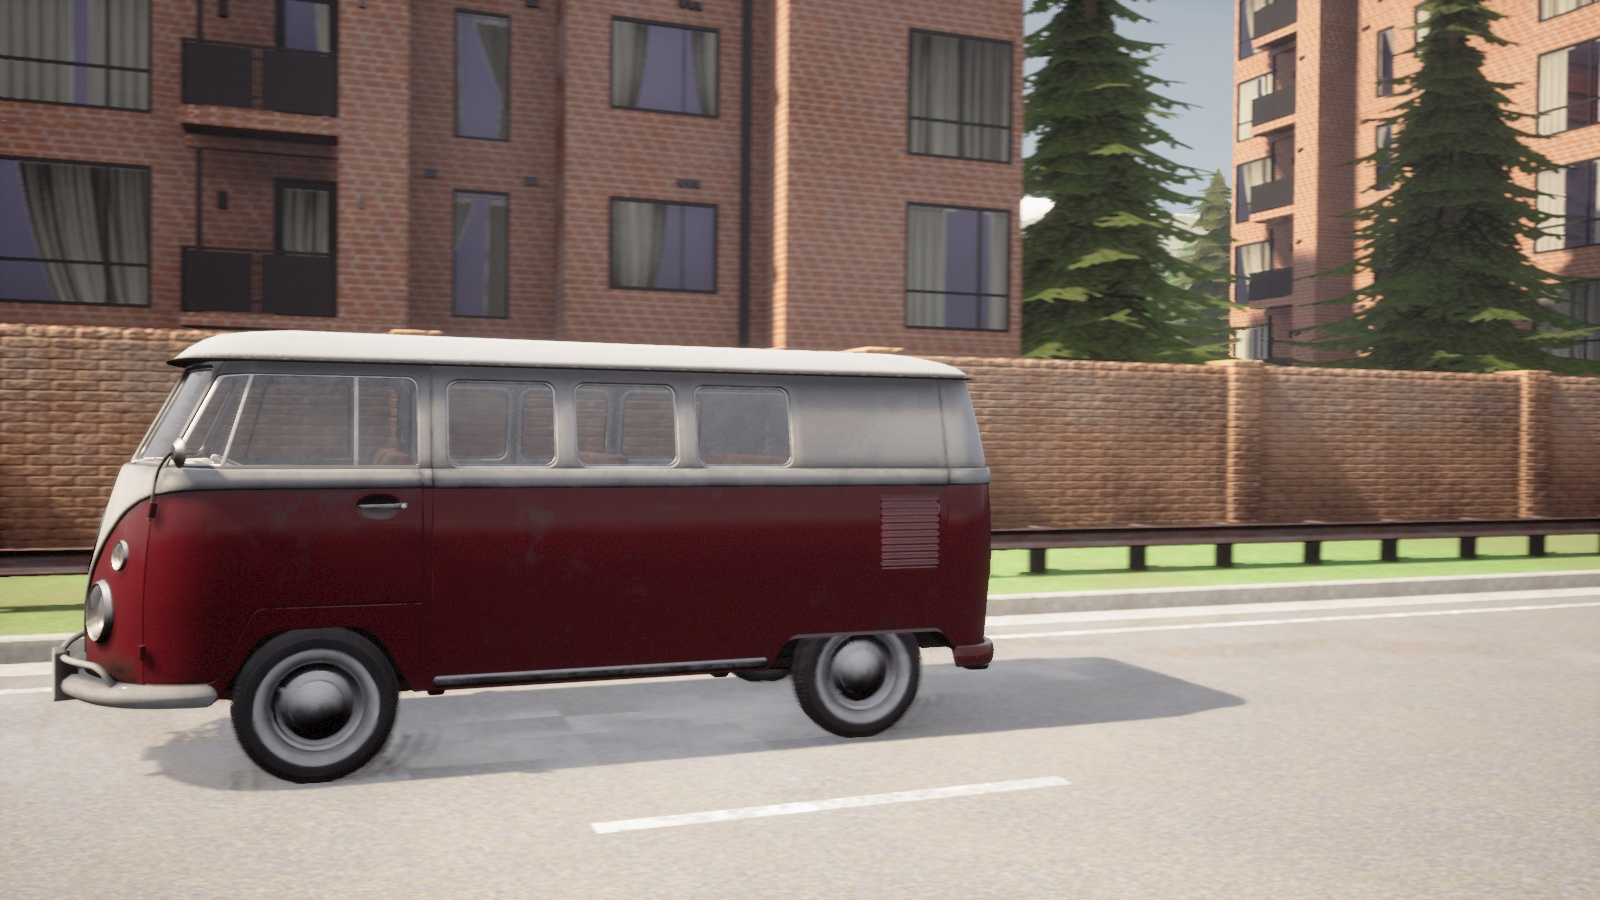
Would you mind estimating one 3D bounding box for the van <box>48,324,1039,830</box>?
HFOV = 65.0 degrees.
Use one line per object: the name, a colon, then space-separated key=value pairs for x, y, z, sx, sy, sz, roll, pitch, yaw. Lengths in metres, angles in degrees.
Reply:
van: x=-1.163 y=0.457 z=6.538 sx=4.442 sy=1.987 sz=1.775 roll=-1 pitch=1 yaw=-21
